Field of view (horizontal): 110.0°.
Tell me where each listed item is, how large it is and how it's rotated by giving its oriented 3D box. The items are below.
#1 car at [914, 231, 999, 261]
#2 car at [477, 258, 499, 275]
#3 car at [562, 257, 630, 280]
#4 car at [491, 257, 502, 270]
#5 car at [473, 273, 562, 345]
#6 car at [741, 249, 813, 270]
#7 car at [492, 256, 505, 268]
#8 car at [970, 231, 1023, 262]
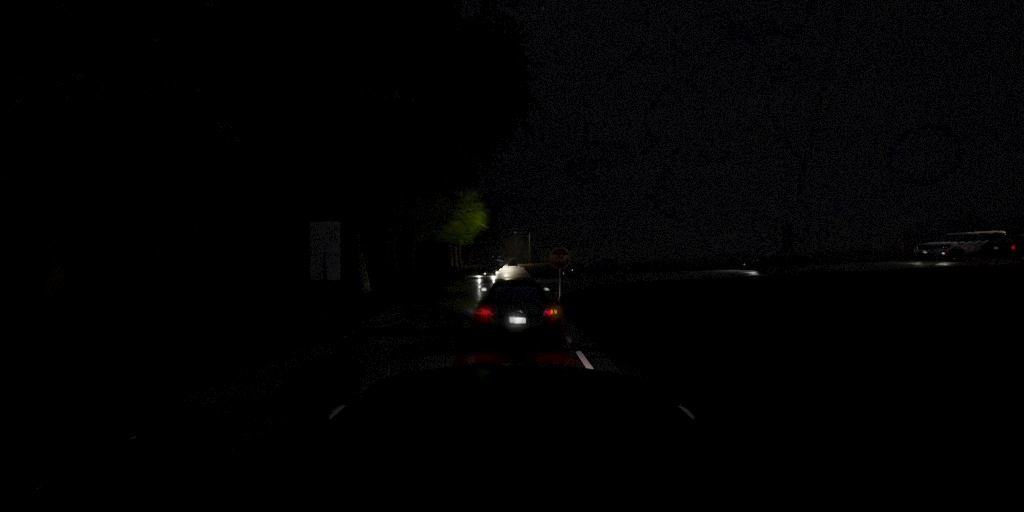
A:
[{"bbox_3d":[33.377,-0.745,26.580,5.566,2.045,2.150,-2,1,0],"label":"car"},{"bbox_3d":[-2.710,1.274,39.303,1.837,1.490,4.892,0,0,-1],"label":"car"},{"bbox_3d":[6.053,0.875,26.094,4.902,1.511,2.128,-3,1,-10],"label":"car"},{"bbox_3d":[-2.734,1.261,49.396,1.882,1.535,5.008,0,0,1],"label":"car"},{"bbox_3d":[0.092,1.313,9.496,1.994,1.385,4.181,0,0,-1],"label":"car"},{"bbox_3d":[19.668,0.228,26.744,4.674,1.442,1.812,-3,1,1],"label":"car"},{"bbox_3d":[-2.672,1.025,60.108,2.150,2.045,5.566,0,0,1],"label":"car"},{"bbox_3d":[34.038,-0.615,23.629,4.553,1.767,2.097,-3,1,1],"label":"car"}]
